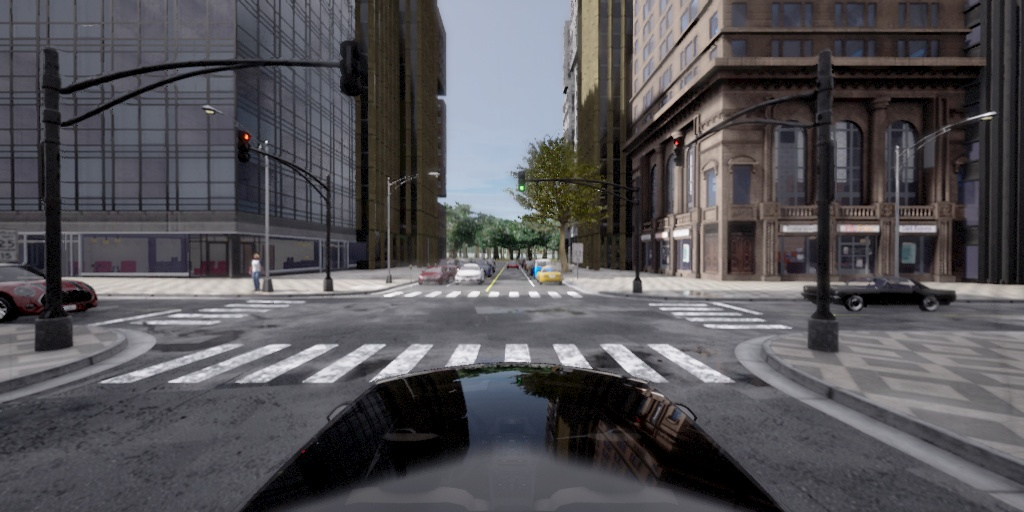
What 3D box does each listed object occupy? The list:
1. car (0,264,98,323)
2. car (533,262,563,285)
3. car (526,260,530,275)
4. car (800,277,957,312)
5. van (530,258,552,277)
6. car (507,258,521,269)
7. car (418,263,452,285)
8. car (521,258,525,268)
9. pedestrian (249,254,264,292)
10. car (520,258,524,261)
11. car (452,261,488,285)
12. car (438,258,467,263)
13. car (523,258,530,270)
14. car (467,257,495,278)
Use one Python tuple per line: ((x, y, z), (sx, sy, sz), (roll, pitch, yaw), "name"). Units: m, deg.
((-16.265, 1.034, 11.381), (4.553, 1.767, 2.097), (1, 0, 0), "car")
((2.777, 1.367, 26.954), (1.751, 1.417, 4.829), (0, 0, 0), "car")
((2.783, 1.439, 38.144), (1.948, 1.339, 4.313), (0, 0, 0), "car")
((14.718, 1.502, 14.624), (4.718, 1.301, 1.895), (0, 0, 0), "car")
((2.780, 1.199, 32.465), (1.690, 1.789, 3.998), (0, 0, 0), "van")
((0.134, 1.482, 60.482), (1.994, 1.385, 4.181), (0, 0, 0), "car")
((-5.748, 1.424, 26.781), (1.802, 1.307, 4.207), (0, 0, 0), "car")
((2.793, 1.454, 55.182), (1.888, 1.381, 4.507), (0, 0, 0), "car")
((-12.513, 0.813, 17.618), (0.375, 1.860, 0.375), (0, 0, 0), "pedestrian")
((2.796, 1.469, 60.862), (2.007, 1.370, 4.403), (0, 0, 0), "car")
((-3.082, 1.368, 27.026), (1.812, 1.442, 4.674), (0, 0, 0), "car")
((-5.745, 1.173, 32.461), (2.192, 1.841, 5.009), (0, 0, 0), "car")
((2.790, 1.423, 49.673), (1.751, 1.417, 4.829), (0, 0, 0), "car")
((-3.078, 1.220, 35.906), (2.097, 1.767, 4.553), (0, 0, 0), "car")
